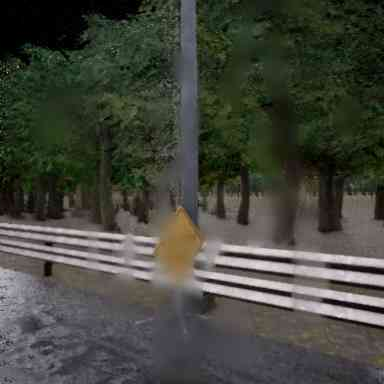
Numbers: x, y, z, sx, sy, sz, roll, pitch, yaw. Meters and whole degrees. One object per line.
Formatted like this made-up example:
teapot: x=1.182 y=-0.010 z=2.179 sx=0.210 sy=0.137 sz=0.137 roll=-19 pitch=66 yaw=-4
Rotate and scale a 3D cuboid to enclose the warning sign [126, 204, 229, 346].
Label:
warning sign: x=-0.206 y=1.150 z=5.322 sx=1.060 sy=1.860 sz=1.300 roll=-1 pitch=0 yaw=36
